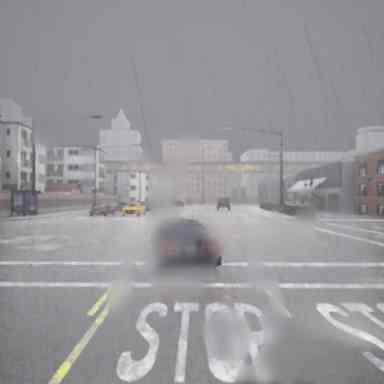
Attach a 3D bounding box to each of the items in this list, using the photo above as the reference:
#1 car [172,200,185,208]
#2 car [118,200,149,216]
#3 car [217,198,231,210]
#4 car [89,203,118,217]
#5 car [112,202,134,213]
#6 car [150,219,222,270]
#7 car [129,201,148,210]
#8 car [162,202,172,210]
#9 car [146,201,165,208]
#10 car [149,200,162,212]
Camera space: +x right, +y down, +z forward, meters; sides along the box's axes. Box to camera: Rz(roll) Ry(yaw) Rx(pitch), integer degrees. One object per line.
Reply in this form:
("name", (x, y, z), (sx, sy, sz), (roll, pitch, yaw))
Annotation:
("car", (-3.033, 2.396, 66.696), (1.837, 1.490, 4.892), (0, -1, 22))
("car", (-6.531, 1.924, 37.864), (1.882, 1.535, 5.008), (0, -1, 3))
("car", (5.546, 1.972, 57.519), (2.150, 2.045, 5.566), (0, -1, 8))
("car", (-10.047, 1.968, 37.629), (1.812, 1.442, 4.674), (0, -1, 3))
("car", (-9.596, 2.109, 46.719), (1.812, 1.442, 4.674), (0, -1, 5))
("car", (-0.388, 1.630, 11.389), (2.033, 1.411, 5.357), (0, -1, -9))
("car", (-8.871, 2.227, 55.723), (1.837, 1.490, 4.892), (0, -1, 6))
("car", (-5.273, 2.339, 56.741), (1.895, 1.301, 4.718), (0, -1, 7))
("car", (-7.113, 2.479, 65.771), (1.895, 1.301, 4.718), (0, -1, 18))
("car", (-6.042, 1.937, 46.834), (2.097, 1.767, 4.553), (0, -1, 4))
